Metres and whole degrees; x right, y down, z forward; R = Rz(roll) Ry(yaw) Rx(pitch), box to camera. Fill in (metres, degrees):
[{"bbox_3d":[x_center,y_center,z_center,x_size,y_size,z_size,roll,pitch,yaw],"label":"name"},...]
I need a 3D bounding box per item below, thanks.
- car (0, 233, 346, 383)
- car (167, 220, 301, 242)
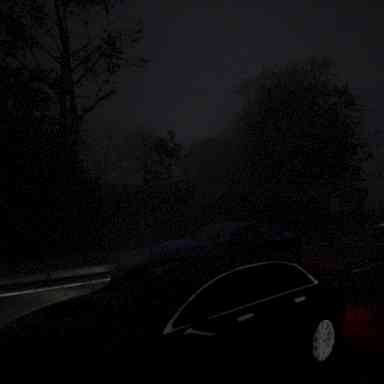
[{"bbox_3d":[0.090,1.544,4.262,4.892,1.490,1.837,1,-1,-37],"label":"car"},{"bbox_3d":[1.119,1.584,9.473,5.008,1.535,1.882,1,-1,-39],"label":"car"}]
